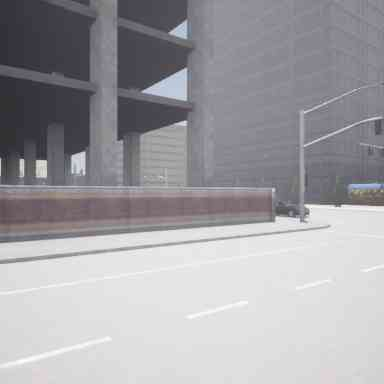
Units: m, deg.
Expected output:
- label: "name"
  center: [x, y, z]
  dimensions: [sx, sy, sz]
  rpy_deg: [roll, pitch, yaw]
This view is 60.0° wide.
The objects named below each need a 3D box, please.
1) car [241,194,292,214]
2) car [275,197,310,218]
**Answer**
- label: "car"
  center: [8.254, 1.239, 37.337]
  dimensions: [2.150, 2.045, 5.566]
  rpy_deg: [0, 0, -36]
- label: "car"
  center: [8.578, 1.520, 30.879]
  dimensions: [1.837, 1.490, 4.892]
  rpy_deg: [0, 0, -35]
